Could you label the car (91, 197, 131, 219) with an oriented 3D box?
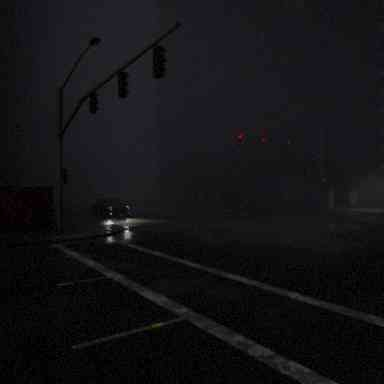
[{"bbox_3d":[-7.146,1.334,29.163,2.097,1.767,4.553,0,0,-36],"label":"car"}]
